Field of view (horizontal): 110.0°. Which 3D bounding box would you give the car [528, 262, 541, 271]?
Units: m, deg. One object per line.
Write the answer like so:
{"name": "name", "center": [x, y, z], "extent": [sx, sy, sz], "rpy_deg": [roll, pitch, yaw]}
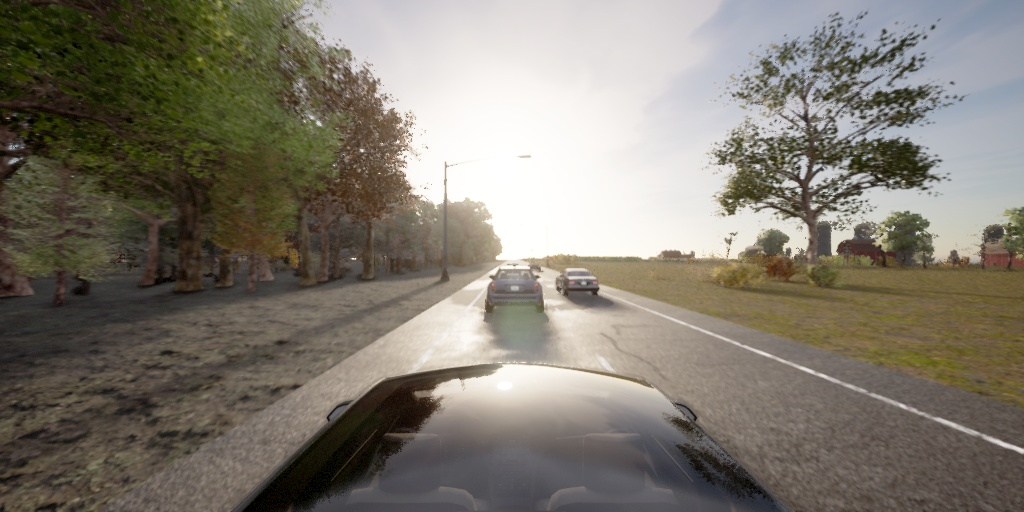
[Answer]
{"name": "car", "center": [3.617, 1.730, 58.868], "extent": [1.895, 1.301, 4.718], "rpy_deg": [0, 0, 0]}

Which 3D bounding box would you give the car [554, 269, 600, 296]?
{"name": "car", "center": [3.604, 1.431, 20.541], "extent": [2.033, 1.411, 5.357], "rpy_deg": [0, 0, 0]}

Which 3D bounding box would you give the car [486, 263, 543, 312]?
{"name": "car", "center": [0.104, 1.196, 14.948], "extent": [2.097, 1.767, 4.553], "rpy_deg": [0, -1, 0]}

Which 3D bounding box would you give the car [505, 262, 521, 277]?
{"name": "car", "center": [0.112, 1.526, 41.609], "extent": [1.837, 1.490, 4.892], "rpy_deg": [0, 0, 0]}
